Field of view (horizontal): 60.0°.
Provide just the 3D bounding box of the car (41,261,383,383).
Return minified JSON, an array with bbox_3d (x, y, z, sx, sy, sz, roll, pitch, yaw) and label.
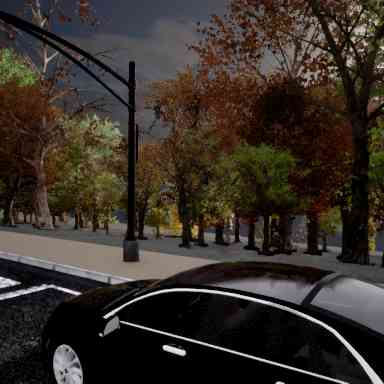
[{"bbox_3d":[0.398,1.505,3.391,4.892,1.490,1.837,0,0,36],"label":"car"}]
